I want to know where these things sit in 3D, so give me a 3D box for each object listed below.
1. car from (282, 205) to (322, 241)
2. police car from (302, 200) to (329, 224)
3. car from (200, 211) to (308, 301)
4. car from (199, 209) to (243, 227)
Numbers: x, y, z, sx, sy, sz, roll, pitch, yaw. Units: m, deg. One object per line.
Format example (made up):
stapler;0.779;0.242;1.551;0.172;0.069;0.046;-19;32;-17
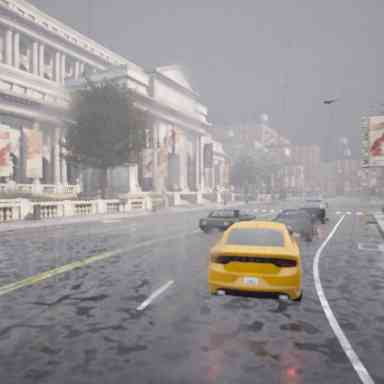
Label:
car;5.195;1.560;16.794;1.994;1.385;4.181;0;0;26
police car;9.217;1.419;25.142;1.930;1.638;5.238;0;0;27
car;1.714;1.476;8.490;1.882;1.535;5.008;0;0;15
car;2.163;1.597;18.643;1.895;1.301;4.718;0;0;26
